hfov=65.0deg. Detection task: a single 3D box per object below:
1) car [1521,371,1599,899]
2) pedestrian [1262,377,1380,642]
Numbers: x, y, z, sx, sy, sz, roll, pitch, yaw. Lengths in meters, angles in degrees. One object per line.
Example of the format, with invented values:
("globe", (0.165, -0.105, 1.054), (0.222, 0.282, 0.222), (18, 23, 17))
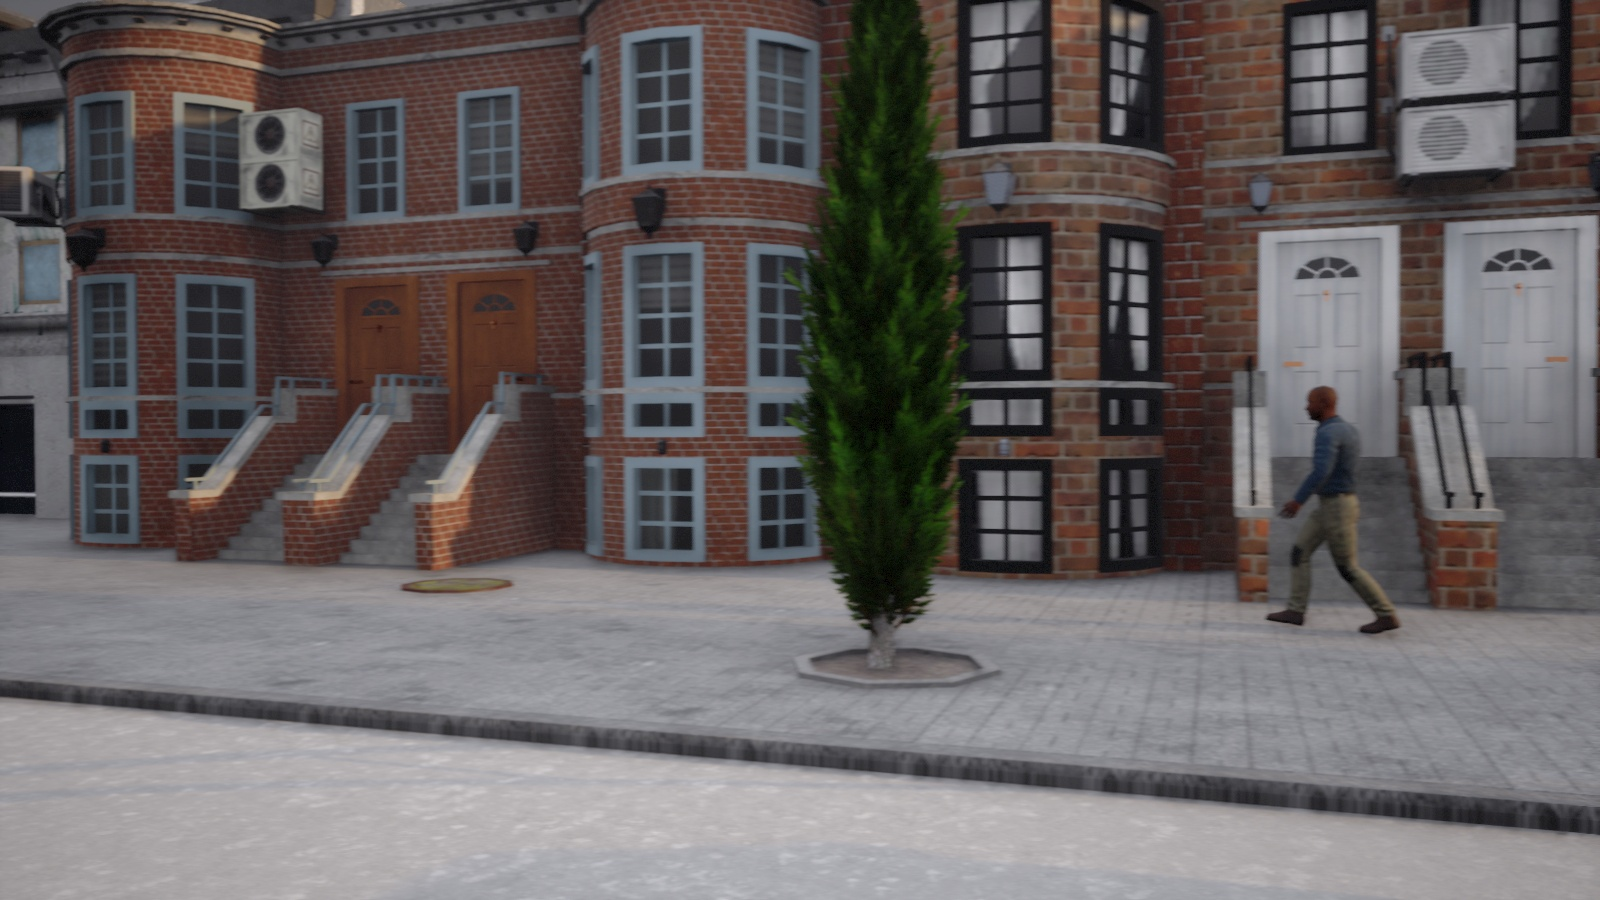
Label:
("car", (4.195, 0.650, 2.307), (4.611, 1.667, 2.242), (1, 1, 19))
("pedestrian", (3.736, 0.407, 9.014), (0.726, 1.835, 0.370), (1, 1, 30))
